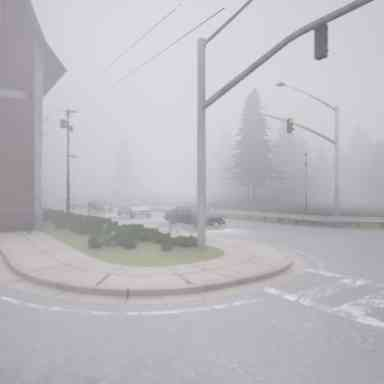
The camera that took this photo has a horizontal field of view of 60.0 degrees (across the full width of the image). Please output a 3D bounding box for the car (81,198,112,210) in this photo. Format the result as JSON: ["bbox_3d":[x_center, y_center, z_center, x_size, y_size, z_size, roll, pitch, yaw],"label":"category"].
[{"bbox_3d":[-10.670,1.581,38.353,2.128,1.511,4.902,0,0,-34],"label":"car"}]

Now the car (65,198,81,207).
[{"bbox_3d":[-16.451,1.629,46.854,1.812,1.442,4.674,0,0,-34],"label":"car"}]

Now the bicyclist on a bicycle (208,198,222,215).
[{"bbox_3d":[2.375,1.373,32.350,1.656,1.620,0.582,46,-25,-23],"label":"bicyclist on a bicycle"}]

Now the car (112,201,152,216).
[{"bbox_3d":[-5.385,1.602,30.631,1.812,1.442,4.674,0,0,-34],"label":"car"}]

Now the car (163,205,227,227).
[{"bbox_3d":[0.022,1.610,22.733,2.033,1.411,5.357,0,0,-34],"label":"car"}]

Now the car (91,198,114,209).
[{"bbox_3d":[-13.192,1.631,48.571,1.812,1.442,4.674,0,0,-34],"label":"car"}]
